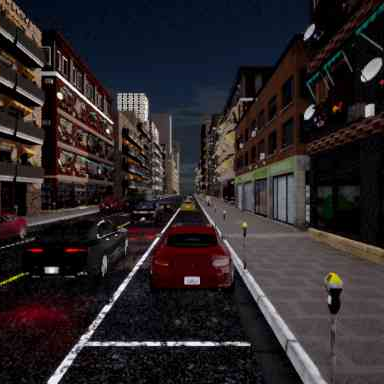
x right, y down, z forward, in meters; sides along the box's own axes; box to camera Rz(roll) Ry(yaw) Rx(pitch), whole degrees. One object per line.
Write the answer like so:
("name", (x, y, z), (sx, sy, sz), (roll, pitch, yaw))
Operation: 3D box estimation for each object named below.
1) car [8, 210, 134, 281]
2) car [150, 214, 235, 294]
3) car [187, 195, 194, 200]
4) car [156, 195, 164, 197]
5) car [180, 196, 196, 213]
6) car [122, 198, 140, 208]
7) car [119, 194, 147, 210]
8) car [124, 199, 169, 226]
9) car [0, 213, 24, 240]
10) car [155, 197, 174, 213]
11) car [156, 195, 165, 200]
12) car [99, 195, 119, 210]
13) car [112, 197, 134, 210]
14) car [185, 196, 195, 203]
("car", (-3.145, 1.505, 9.877), (1.837, 1.490, 4.892), (0, 0, 0))
("car", (0.004, 1.526, 8.649), (1.812, 1.442, 4.674), (0, 0, 0))
("car", (-0.452, 1.513, 93.685), (1.752, 1.417, 4.829), (0, 0, 0))
("car", (-8.834, 1.541, 87.882), (2.008, 1.369, 4.403), (0, 0, 0))
("car", (-0.454, 1.525, 37.323), (1.752, 1.417, 4.829), (0, 0, 0))
("car", (-8.834, 1.543, 48.430), (1.887, 1.381, 4.507), (0, 0, 0))
("car", (-6.232, 1.219, 37.367), (2.150, 2.045, 5.566), (0, 0, 0))
("car", (-3.077, 1.491, 23.448), (2.128, 1.511, 4.902), (0, 0, 0))
("car", (-8.835, 1.583, 14.612), (1.802, 1.307, 4.206), (0, 0, 0))
("car", (-3.081, 1.547, 36.997), (2.033, 1.411, 5.357), (0, 0, 0))
("car", (-8.834, 1.539, 93.519), (2.008, 1.369, 4.403), (0, 0, 0))
("car", (-8.833, 1.314, 37.157), (2.192, 1.841, 5.009), (0, 0, 0))
("car", (-8.834, 1.439, 42.793), (1.967, 1.590, 4.097), (0, 0, 0))
("car", (-0.453, 1.545, 70.970), (2.008, 1.369, 4.403), (0, 0, 0))
